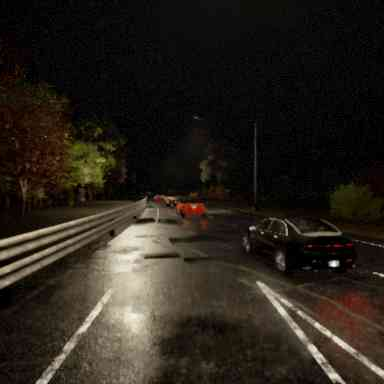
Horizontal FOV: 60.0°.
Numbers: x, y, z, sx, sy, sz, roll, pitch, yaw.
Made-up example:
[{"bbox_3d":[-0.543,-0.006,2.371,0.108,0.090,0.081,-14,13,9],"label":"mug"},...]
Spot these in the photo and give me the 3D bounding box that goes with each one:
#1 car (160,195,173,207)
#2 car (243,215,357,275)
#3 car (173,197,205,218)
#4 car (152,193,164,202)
[{"bbox_3d":[-3.128,1.485,47.925,1.895,1.301,4.718,0,0,-9],"label":"car"},{"bbox_3d":[3.066,1.495,10.485,1.837,1.490,4.892,0,0,-9],"label":"car"},{"bbox_3d":[-0.187,1.302,30.147,2.097,1.767,4.553,0,0,-9],"label":"car"},{"bbox_3d":[-6.624,1.159,69.047,2.097,1.767,4.553,0,0,-9],"label":"car"}]
